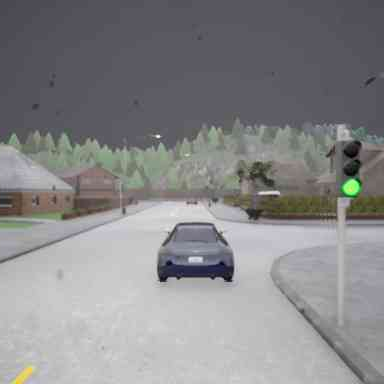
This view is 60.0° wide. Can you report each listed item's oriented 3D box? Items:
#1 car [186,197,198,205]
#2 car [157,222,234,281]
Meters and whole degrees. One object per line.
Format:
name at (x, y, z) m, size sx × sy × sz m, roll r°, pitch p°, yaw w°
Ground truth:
car at (0.008, 1.617, 59.620) m, size 1.994 × 1.385 × 4.181 m, roll 0°, pitch 0°, yaw 0°
car at (0.092, 1.573, 9.918) m, size 1.994 × 1.385 × 4.181 m, roll 0°, pitch 0°, yaw 0°
